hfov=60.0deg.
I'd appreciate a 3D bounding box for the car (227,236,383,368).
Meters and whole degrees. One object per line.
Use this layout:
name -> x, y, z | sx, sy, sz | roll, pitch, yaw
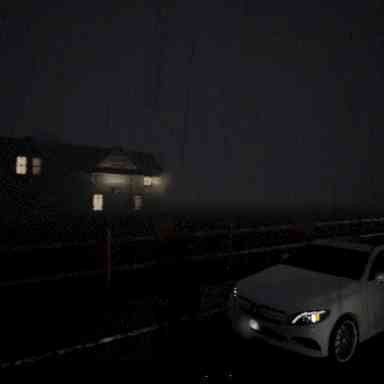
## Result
car -> 2.756, 1.576, 5.948 | 4.674, 1.442, 1.812 | 1, 0, -35
